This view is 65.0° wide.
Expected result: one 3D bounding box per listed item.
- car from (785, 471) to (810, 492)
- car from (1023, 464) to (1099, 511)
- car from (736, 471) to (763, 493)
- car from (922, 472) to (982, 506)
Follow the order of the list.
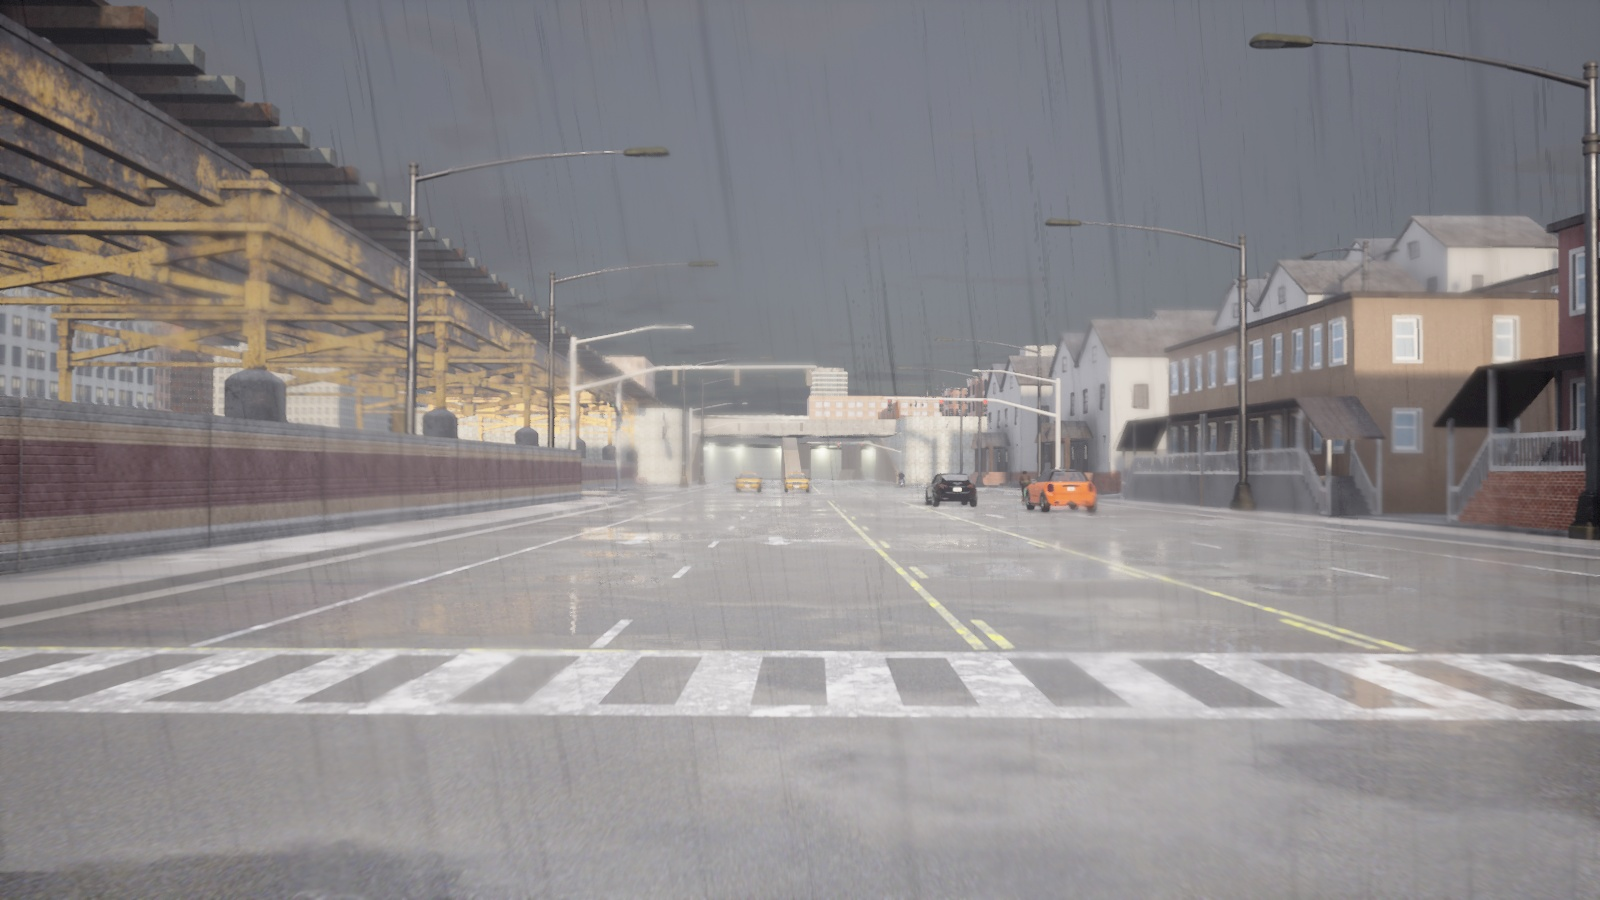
[{"bbox_3d":[-0.209,2.313,93.117,1.801,1.575,5.366,0,-1,0],"label":"car"},{"bbox_3d":[10.387,1.474,50.303,2.097,1.767,4.553,0,-1,0],"label":"car"},{"bbox_3d":[-3.709,2.326,93.020,1.801,1.575,5.366,0,-1,0],"label":"car"},{"bbox_3d":[6.872,1.744,57.194,2.163,1.488,4.792,0,-1,0],"label":"car"}]
